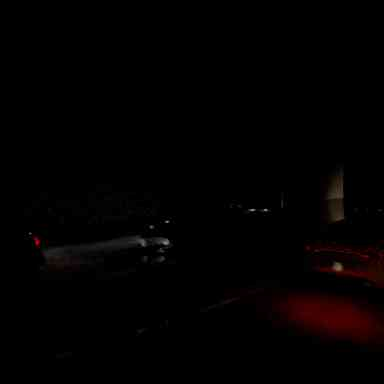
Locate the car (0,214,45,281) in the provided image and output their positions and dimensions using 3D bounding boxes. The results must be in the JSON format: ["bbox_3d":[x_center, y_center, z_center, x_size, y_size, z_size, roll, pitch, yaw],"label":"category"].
[{"bbox_3d":[-6.276,1.411,8.311,4.553,1.767,2.097,0,0,-39],"label":"car"}]

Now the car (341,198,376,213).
[{"bbox_3d":[18.844,1.480,37.973,2.033,1.411,5.357,0,0,9],"label":"car"}]

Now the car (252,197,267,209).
[{"bbox_3d":[9.143,1.488,45.208,1.882,1.535,5.008,0,0,9],"label":"car"}]

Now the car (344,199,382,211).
[{"bbox_3d":[12.920,1.306,25.472,2.097,1.767,4.553,0,0,14],"label":"car"}]

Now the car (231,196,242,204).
[{"bbox_3d":[8.441,1.538,63.561,1.882,1.535,5.008,0,0,9],"label":"car"}]

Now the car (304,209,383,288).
[{"bbox_3d":[4.765,1.461,9.018,1.882,1.535,5.008,0,0,41],"label":"car"}]

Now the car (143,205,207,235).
[{"bbox_3d":[-0.868,1.530,19.275,2.128,1.511,4.902,0,0,30],"label":"car"}]
